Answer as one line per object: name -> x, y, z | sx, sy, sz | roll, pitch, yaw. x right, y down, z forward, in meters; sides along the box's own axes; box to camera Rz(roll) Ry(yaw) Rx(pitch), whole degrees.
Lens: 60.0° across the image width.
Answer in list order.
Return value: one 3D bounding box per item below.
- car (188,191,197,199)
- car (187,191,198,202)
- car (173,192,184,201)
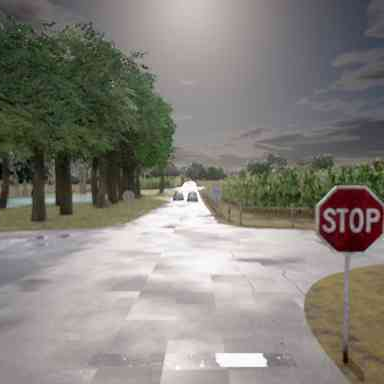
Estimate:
car -> 0.102, 0.561, 71.111 | 1.882, 1.535, 5.008 | 0, 2, 0
car -> 0.087, 1.076, 61.120 | 1.994, 1.385, 4.181 | 0, 1, 0
car -> -2.656, 0.761, 65.321 | 2.097, 1.767, 4.553 | 0, 1, 0
